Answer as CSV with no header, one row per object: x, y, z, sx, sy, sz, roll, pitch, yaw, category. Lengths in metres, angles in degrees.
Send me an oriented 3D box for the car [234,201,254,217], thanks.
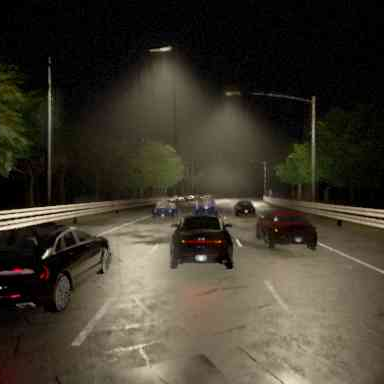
5.000,1.539,31.821,1.812,1.442,4.674,0,0,5,car

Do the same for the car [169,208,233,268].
0.324,1.506,11.264,1.837,1.490,4.892,0,0,2,car

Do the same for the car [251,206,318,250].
3.919,1.531,14.286,1.812,1.442,4.674,0,0,2,car

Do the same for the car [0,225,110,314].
-3.276,1.490,7.606,2.128,1.511,4.902,0,0,1,car

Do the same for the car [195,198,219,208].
1.398,1.361,30.616,2.097,1.767,4.553,0,0,4,car

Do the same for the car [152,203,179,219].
-2.218,1.606,29.435,1.895,1.301,4.718,0,0,4,car
